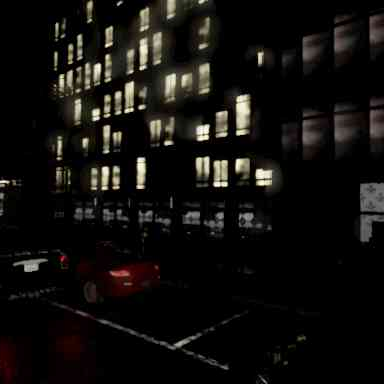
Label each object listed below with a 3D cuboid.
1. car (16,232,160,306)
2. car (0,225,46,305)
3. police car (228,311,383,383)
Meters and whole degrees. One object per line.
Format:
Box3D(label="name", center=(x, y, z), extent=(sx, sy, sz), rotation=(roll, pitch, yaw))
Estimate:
Box3D(label="car", center=(-2.654, 1.920, 8.730), extent=(4.206, 1.307, 1.802), rotation=(-1, -3, 39))
Box3D(label="car", center=(-5.045, 1.636, 8.296), extent=(4.553, 1.767, 2.097), rotation=(-1, -3, 38))
Box3D(label="police car", center=(2.692, 1.570, 2.197), extent=(5.238, 1.638, 1.930), rotation=(-1, -3, 39))
